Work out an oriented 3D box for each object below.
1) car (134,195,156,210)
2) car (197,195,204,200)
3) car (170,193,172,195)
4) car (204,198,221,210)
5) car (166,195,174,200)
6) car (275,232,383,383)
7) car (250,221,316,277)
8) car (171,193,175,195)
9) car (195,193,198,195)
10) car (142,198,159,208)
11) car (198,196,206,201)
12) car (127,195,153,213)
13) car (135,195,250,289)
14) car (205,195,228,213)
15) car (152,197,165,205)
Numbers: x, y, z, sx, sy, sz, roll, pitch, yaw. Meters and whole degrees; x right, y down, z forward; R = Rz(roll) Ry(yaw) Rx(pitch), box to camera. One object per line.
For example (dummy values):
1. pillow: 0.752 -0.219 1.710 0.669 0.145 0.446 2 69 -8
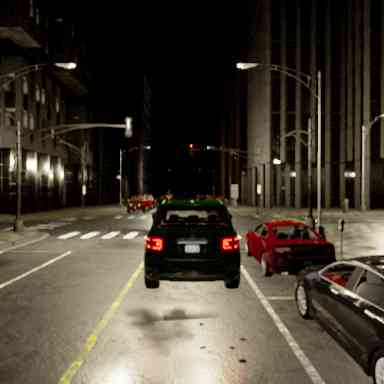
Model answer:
1. car: -5.947 1.298 42.737 2.192 1.841 5.009 0 0 0
2. car: 2.350 1.587 93.562 2.008 1.369 4.403 0 0 0
3. car: -6.099 1.541 76.426 1.752 1.417 4.829 0 0 0
4. car: 2.579 1.549 42.766 1.947 1.339 4.313 0 0 0
5. car: -6.175 1.581 93.528 1.887 1.381 4.507 0 0 0
6. car: 2.754 1.547 4.557 2.008 1.369 4.403 0 0 0
7. car: 2.728 1.537 10.082 1.887 1.381 4.507 0 0 0
8. car: -6.151 1.346 87.885 2.192 1.841 5.009 0 0 0
9. car: 2.376 1.596 87.918 1.947 1.339 4.313 0 0 0
10. car: -5.971 1.550 48.379 1.947 1.339 4.313 0 0 0
11. car: 2.401 1.589 82.273 1.947 1.339 4.313 0 0 0
12. car: -5.921 1.298 37.093 2.192 1.841 5.009 0 0 0
13. car: 0.004 1.214 9.289 2.150 2.045 5.566 0 0 0
14. car: 2.604 1.297 37.122 2.192 1.841 5.009 0 0 0
15. car: -6.022 1.558 59.666 1.947 1.339 4.313 0 0 0
